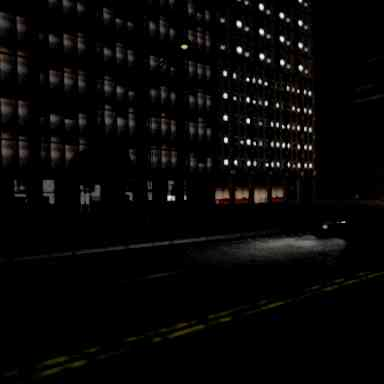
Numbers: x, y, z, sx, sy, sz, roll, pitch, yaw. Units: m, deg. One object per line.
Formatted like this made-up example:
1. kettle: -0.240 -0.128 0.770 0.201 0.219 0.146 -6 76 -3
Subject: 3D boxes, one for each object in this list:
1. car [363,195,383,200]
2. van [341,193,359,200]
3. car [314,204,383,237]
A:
1. car: 41.648 1.327 76.455 1.802 1.307 4.206 -1 1 -34
2. van: 38.564 1.071 81.070 1.690 1.788 3.998 -1 1 -34
3. car: 8.524 1.435 17.748 4.902 1.511 2.128 0 0 -35
